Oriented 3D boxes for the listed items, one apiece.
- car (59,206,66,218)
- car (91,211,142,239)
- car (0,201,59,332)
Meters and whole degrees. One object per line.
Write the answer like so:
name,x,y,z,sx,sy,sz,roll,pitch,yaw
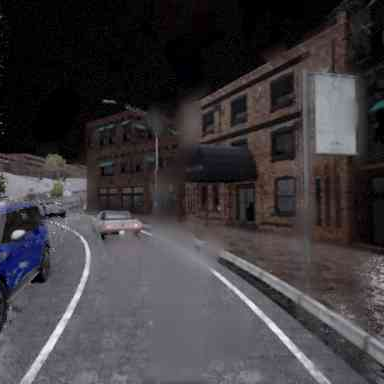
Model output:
car,-13.250,1.653,30.409,1.994,1.385,4.181,1,-1,-45
car,-4.190,1.632,17.723,1.895,1.301,4.718,0,0,-24
car,-4.411,1.249,6.661,2.150,2.045,5.566,0,0,-12
